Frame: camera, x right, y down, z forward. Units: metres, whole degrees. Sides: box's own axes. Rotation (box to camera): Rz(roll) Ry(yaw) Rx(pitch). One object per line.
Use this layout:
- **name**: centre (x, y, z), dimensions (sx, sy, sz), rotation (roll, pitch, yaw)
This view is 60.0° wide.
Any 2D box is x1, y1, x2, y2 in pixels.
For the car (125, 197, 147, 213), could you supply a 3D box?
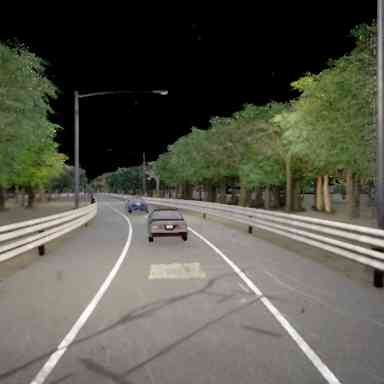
- **car**: centre (-6.228, 1.347, 37.025), dimensions (2.097, 1.767, 4.553), rotation (0, 0, -16)

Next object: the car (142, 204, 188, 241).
- **car**: centre (-1.349, 1.546, 16.856), dimensions (2.033, 1.411, 5.357), rotation (0, 0, -9)
